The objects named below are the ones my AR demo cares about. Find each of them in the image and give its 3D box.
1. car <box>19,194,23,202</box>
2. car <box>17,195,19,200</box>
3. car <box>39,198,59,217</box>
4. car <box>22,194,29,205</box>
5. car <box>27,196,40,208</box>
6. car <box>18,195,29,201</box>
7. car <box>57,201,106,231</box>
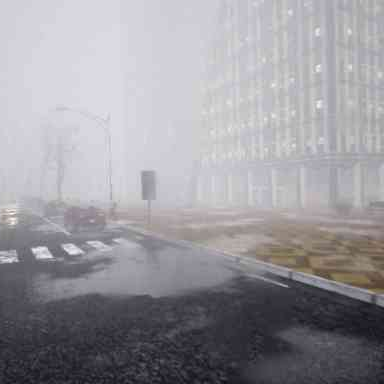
[{"bbox_3d":[-30.878,1.324,62.465,1.887,1.381,4.507,-2,1,-30],"label":"car"},{"bbox_3d":[-33.612,1.330,67.275,2.008,1.369,4.403,-2,1,-30],"label":"car"},{"bbox_3d":[-11.828,1.327,28.940,1.752,1.417,4.829,-2,1,-30],"label":"car"},{"bbox_3d":[-25.496,1.308,52.991,1.752,1.417,4.829,-2,1,-30],"label":"car"},{"bbox_3d":[-19.942,1.372,43.224,1.802,1.307,4.206,-2,1,-30],"label":"car"},{"bbox_3d":[-39.078,1.331,76.894,2.008,1.369,4.403,-2,1,-30],"label":"car"},{"bbox_3d":[-6.276,1.358,19.173,1.887,1.381,4.507,-2,1,-30],"label":"car"}]
